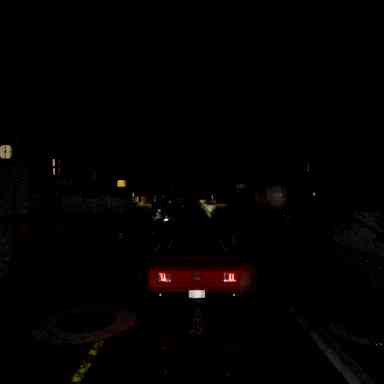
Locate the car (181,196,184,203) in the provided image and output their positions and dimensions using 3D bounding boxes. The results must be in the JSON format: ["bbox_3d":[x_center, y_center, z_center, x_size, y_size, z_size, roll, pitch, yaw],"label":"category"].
[{"bbox_3d":[-2.836,1.621,54.922,1.994,1.385,4.181,0,0,0],"label":"car"}]

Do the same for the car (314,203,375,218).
[{"bbox_3d":[11.791,1.470,24.560,5.357,1.411,2.033,0,3,2],"label":"car"}]

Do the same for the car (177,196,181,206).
[{"bbox_3d":[-2.843,1.553,44.868,1.812,1.442,4.674,0,0,0],"label":"car"}]

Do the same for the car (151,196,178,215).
[{"bbox_3d":[-2.975,1.497,33.789,2.128,1.511,4.902,0,0,3],"label":"car"}]

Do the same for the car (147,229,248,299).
[{"bbox_3d":[0.100,1.594,8.362,1.895,1.301,4.718,0,0,0],"label":"car"}]

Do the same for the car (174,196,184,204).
[{"bbox_3d":[-2.754,1.584,69.537,1.882,1.535,5.008,0,0,0],"label":"car"}]
